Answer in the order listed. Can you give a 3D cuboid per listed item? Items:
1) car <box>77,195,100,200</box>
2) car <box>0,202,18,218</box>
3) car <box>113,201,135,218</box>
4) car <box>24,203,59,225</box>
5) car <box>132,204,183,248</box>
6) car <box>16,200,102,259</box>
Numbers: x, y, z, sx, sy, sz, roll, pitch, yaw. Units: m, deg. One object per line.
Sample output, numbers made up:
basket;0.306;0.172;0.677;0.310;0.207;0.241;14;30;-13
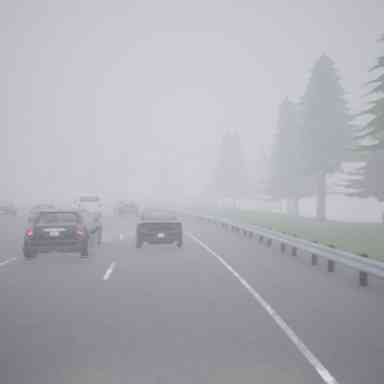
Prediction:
car;-9.540;1.296;30.426;2.150;2.045;5.566;0;0;-21
car;-17.607;1.636;31.472;1.812;1.442;4.674;0;0;-24
car;-6.360;1.554;31.714;2.128;1.511;4.902;0;0;-21
car;-11.591;1.626;25.989;2.033;1.411;5.357;0;0;-19
car;-1.609;1.501;15.072;1.882;1.535;5.008;0;0;-10
car;-4.806;1.387;13.006;2.097;1.767;4.553;0;0;-8
